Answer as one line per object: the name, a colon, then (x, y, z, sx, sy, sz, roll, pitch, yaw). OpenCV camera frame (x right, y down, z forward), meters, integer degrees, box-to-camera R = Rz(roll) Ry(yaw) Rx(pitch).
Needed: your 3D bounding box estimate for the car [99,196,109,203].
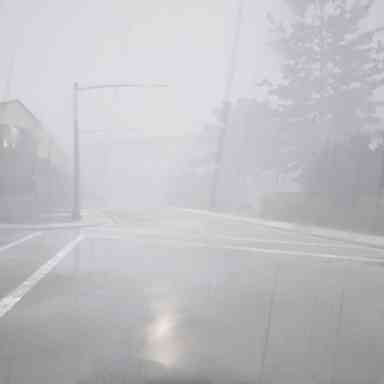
car: (-19.020, 1.609, 71.934, 1.895, 1.301, 4.718, 0, 0, -11)
